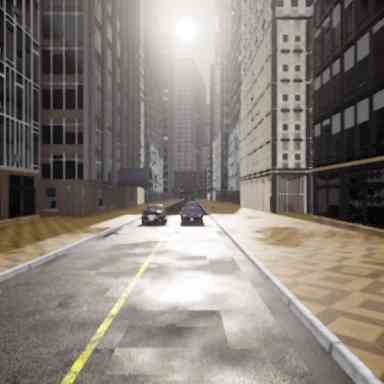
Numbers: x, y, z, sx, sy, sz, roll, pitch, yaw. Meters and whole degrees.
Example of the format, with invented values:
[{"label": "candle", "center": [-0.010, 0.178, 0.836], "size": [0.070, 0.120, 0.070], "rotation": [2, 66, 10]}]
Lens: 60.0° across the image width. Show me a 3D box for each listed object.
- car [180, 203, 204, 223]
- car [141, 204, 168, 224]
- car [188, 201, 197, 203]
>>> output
[{"label": "car", "center": [0.005, 1.893, 28.342], "size": [1.895, 1.301, 4.718], "rotation": [0, -1, 0]}, {"label": "car", "center": [-3.012, 1.777, 27.441], "size": [2.128, 1.511, 4.902], "rotation": [0, -1, 0]}, {"label": "car", "center": [0.057, 2.003, 45.351], "size": [1.812, 1.442, 4.674], "rotation": [0, 0, 0]}]
